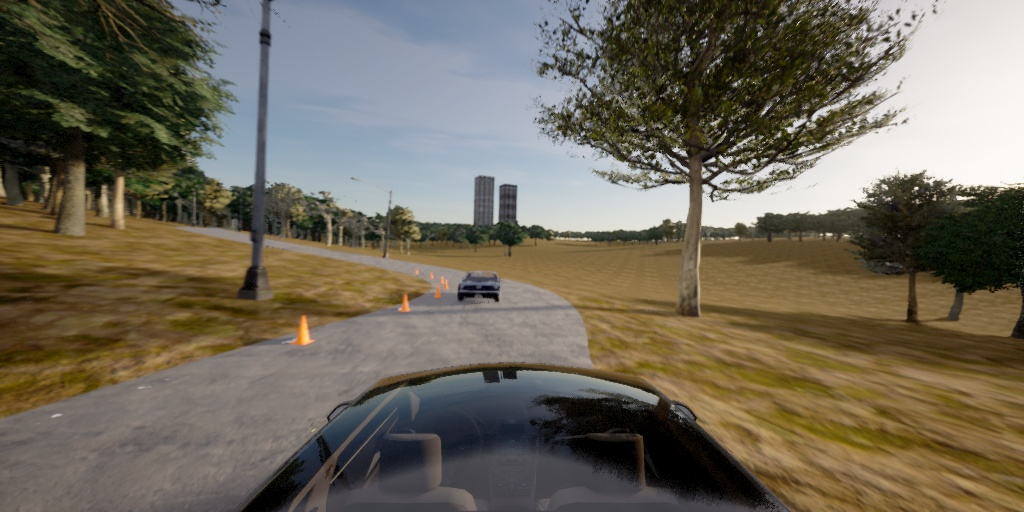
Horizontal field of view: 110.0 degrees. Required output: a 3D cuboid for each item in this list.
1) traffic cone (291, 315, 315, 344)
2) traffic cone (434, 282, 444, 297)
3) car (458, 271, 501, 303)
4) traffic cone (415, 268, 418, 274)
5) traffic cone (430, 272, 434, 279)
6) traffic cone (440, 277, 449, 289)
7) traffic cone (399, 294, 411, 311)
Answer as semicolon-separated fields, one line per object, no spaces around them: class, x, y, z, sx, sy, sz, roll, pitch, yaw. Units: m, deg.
traffic cone;-4.589;1.597;7.865;0.340;0.580;0.340;0;0;8
traffic cone;-3.592;1.679;17.345;0.340;0.580;0.340;0;0;-2
car;-1.447;1.383;17.138;1.895;1.301;4.718;2;0;-2
traffic cone;-9.211;1.456;34.648;0.340;0.580;0.340;0;0;-34
traffic cone;-6.886;1.631;30.675;0.340;0.580;0.340;0;0;-26
traffic cone;-4.047;1.697;21.933;0.340;0.580;0.340;0;0;-10
traffic cone;-3.801;1.642;12.740;0.340;0.580;0.340;0;0;7
